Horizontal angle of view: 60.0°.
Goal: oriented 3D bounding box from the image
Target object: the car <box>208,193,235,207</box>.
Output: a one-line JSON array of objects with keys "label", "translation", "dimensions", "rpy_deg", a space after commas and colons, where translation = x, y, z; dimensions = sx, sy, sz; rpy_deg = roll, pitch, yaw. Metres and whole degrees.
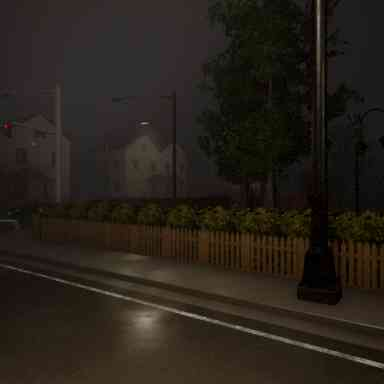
[{"label": "car", "translation": [4.216, 1.221, 48.863], "dimensions": [2.150, 2.045, 5.566], "rpy_deg": [0, 0, 35]}]

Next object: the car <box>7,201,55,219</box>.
[{"label": "car", "translation": [-13.761, 1.526, 29.413], "dimensions": [1.812, 1.442, 4.674], "rpy_deg": [0, 0, 35]}]
